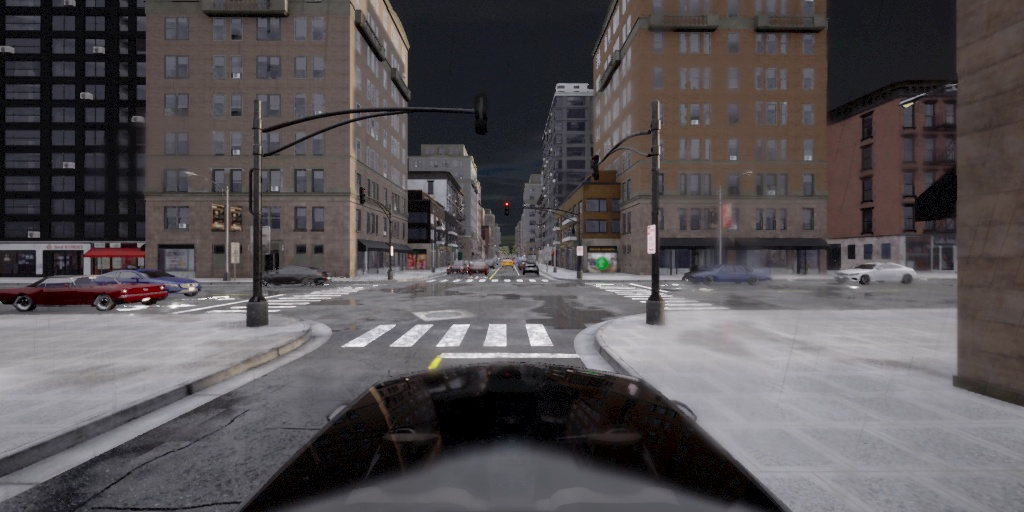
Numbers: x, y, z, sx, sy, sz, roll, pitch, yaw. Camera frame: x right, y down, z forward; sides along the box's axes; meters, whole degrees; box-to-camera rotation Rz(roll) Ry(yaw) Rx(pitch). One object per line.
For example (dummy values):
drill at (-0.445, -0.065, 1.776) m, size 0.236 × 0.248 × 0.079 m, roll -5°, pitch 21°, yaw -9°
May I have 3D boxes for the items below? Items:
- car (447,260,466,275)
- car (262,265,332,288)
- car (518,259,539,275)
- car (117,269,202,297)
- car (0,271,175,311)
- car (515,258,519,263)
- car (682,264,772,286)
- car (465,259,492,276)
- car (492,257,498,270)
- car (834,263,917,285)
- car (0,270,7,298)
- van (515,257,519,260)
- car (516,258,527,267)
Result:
car at (-6.015, 1.230, 39.701) m, size 1.967 × 1.591 × 4.097 m, roll 0°, pitch 0°, yaw 0°
car at (-14.547, 1.337, 23.943) m, size 4.674 × 1.442 × 1.812 m, roll 0°, pitch 0°, yaw -1°
car at (2.010, 1.355, 39.760) m, size 1.948 × 1.339 × 4.313 m, roll 0°, pitch 0°, yaw 0°
car at (-17.743, 1.337, 17.279) m, size 4.674 × 1.442 × 1.812 m, roll 0°, pitch 0°, yaw 1°
car at (-16.570, 1.401, 14.051) m, size 4.718 × 1.301 × 1.895 m, roll 0°, pitch 0°, yaw -1°
car at (1.887, 1.386, 56.293) m, size 1.948 × 1.339 × 4.313 m, roll 0°, pitch 0°, yaw 0°
car at (14.559, 1.242, 24.395) m, size 5.357 × 1.411 × 2.033 m, roll 0°, pitch 0°, yaw -1°
car at (-3.465, 1.265, 38.005) m, size 1.882 × 1.535 × 5.008 m, roll 0°, pitch 0°, yaw 0°
car at (-3.587, 1.324, 55.713) m, size 1.837 × 1.490 × 4.892 m, roll 0°, pitch 0°, yaw 0°
car at (24.810, 1.177, 24.517) m, size 4.674 × 1.442 × 1.812 m, roll 0°, pitch 0°, yaw -1°
car at (-28.335, 1.400, 17.151) m, size 5.357 × 1.411 × 2.033 m, roll 0°, pitch 0°, yaw -1°
van at (1.846, 1.173, 61.803) m, size 1.690 × 1.789 × 3.998 m, roll 0°, pitch 0°, yaw 0°
car at (1.928, 1.391, 50.782) m, size 1.802 × 1.307 × 4.207 m, roll 0°, pitch 0°, yaw 0°
